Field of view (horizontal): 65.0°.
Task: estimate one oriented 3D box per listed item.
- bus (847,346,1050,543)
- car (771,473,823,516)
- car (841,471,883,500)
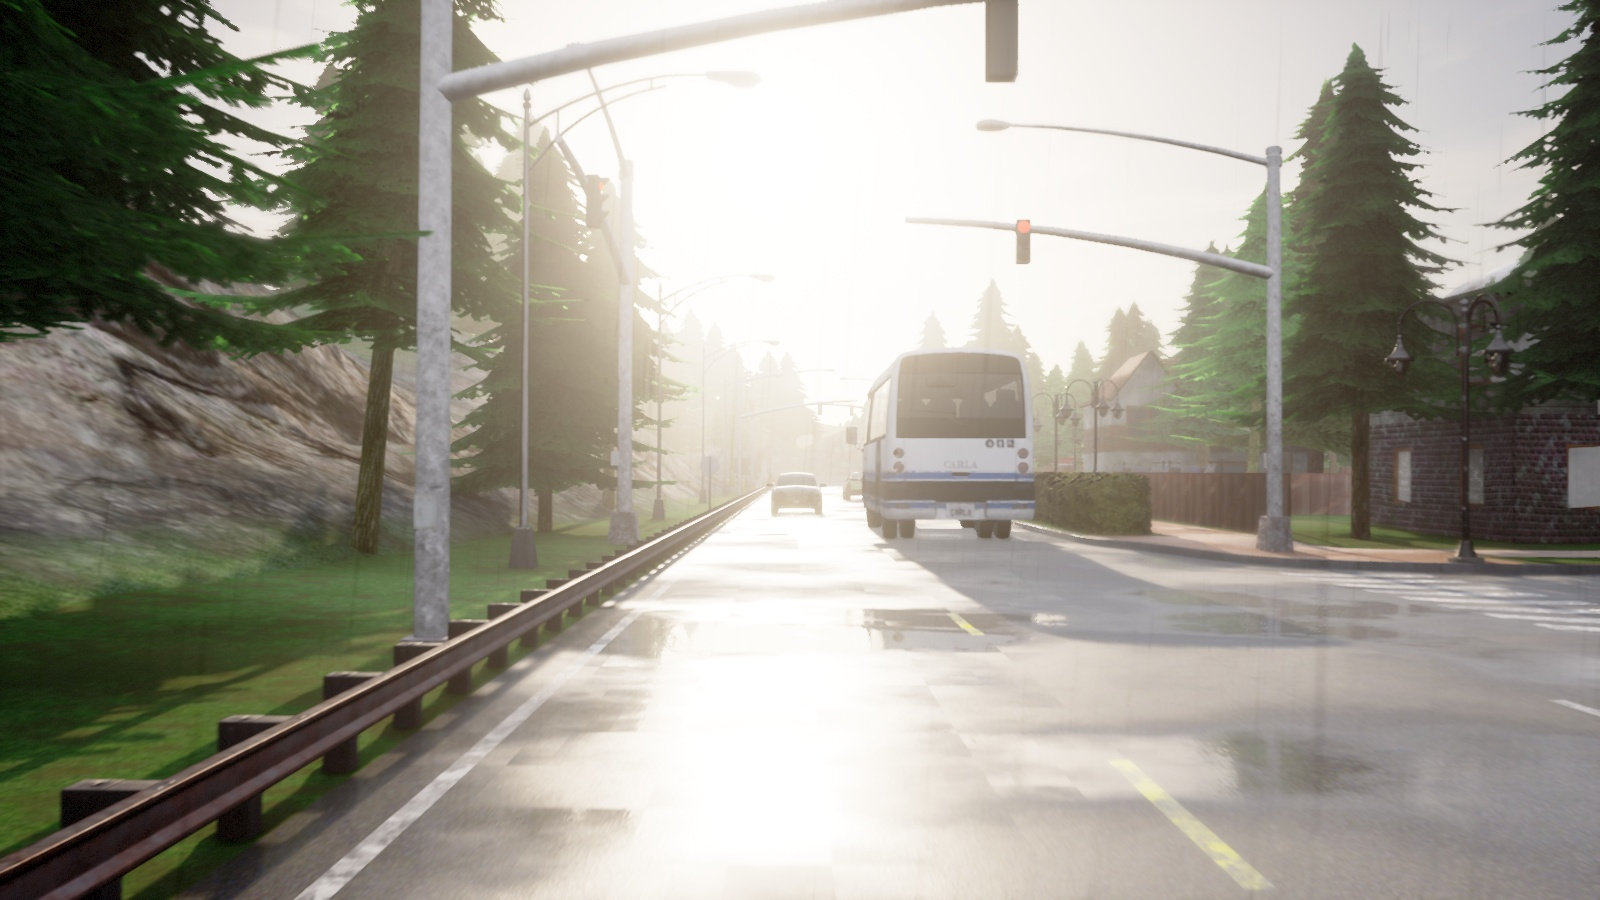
[{"bbox_3d":[3.418,-0.034,32.385,3.944,4.253,10.273,0,-1,0],"label":"bus"},{"bbox_3d":[-0.112,1.596,46.396,1.837,1.490,4.892,0,-1,0],"label":"car"},{"bbox_3d":[3.335,1.888,68.151,2.007,1.525,4.514,0,-1,0],"label":"car"}]
